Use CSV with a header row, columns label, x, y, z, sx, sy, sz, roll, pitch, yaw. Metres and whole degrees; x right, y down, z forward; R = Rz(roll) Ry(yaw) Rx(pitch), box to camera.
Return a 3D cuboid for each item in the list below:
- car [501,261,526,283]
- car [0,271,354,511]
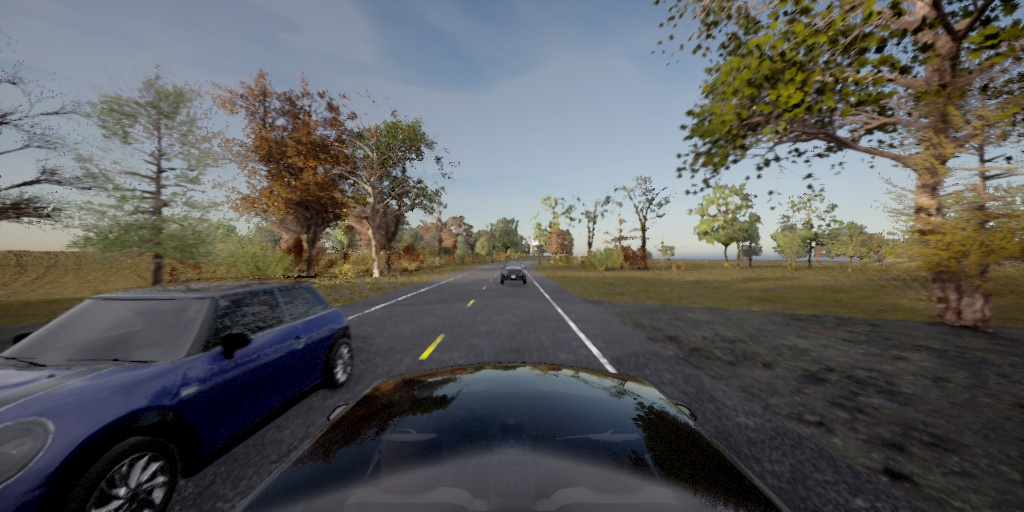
label,x,y,z,sx,sy,sz,roll,pitch,yaw
car,0.101,1.288,27.542,1.812,1.442,4.674,0,0,0
car,-3.582,1.103,3.818,2.097,1.767,4.553,0,0,0
